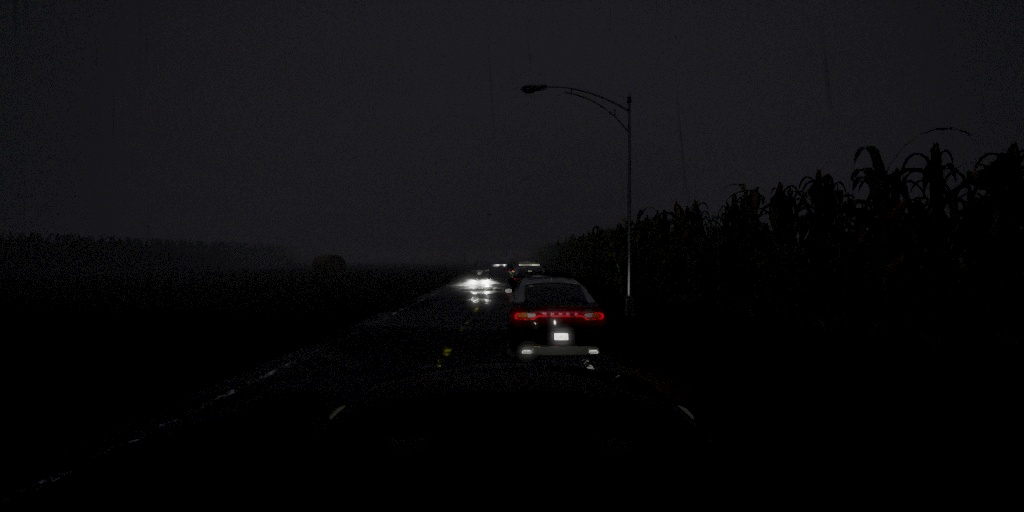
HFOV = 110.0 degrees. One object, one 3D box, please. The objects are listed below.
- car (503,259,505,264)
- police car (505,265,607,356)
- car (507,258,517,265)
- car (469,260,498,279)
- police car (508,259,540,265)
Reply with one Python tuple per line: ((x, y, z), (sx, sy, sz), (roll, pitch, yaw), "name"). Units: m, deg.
((0.249, 1.179, 51.232), (2.128, 1.511, 4.902), (0, 0, 1), "car")
((0.854, 1.173, 8.721), (1.930, 1.638, 5.238), (0, 0, 0), "police car")
((0.914, 1.084, 24.580), (2.097, 1.767, 4.553), (0, 0, 0), "car")
((-2.731, 1.214, 32.595), (2.128, 1.511, 4.902), (0, 0, 0), "car")
((0.892, 1.165, 18.720), (1.930, 1.638, 5.238), (0, 0, 0), "police car")
